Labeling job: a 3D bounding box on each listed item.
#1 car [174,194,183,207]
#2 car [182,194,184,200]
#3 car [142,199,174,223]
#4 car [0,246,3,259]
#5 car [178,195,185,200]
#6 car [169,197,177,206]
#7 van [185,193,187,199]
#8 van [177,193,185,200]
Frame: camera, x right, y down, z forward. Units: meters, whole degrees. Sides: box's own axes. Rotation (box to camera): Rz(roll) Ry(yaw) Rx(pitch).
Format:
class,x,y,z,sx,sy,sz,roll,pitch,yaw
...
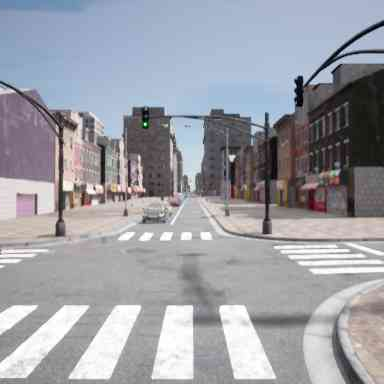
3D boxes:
class,x,y,z,sx,sy,sz,roll,pitch,yaw
car,-2.669,1.432,47.366,1.887,1.381,4.507,1,0,0
car,-2.676,1.436,53.014,1.947,1.339,4.313,1,0,0
car,-2.648,1.506,24.770,2.008,1.369,4.403,1,0,0
car,-8.128,1.608,9.758,4.674,1.442,1.812,-1,-1,0
car,-2.712,1.395,86.904,1.802,1.307,4.206,1,0,0
car,-2.652,1.466,30.249,1.752,1.417,4.829,1,0,0
van,-2.695,1.164,75.607,1.690,1.788,3.998,1,0,0
van,-2.683,1.183,64.311,1.690,1.788,3.998,1,0,0
